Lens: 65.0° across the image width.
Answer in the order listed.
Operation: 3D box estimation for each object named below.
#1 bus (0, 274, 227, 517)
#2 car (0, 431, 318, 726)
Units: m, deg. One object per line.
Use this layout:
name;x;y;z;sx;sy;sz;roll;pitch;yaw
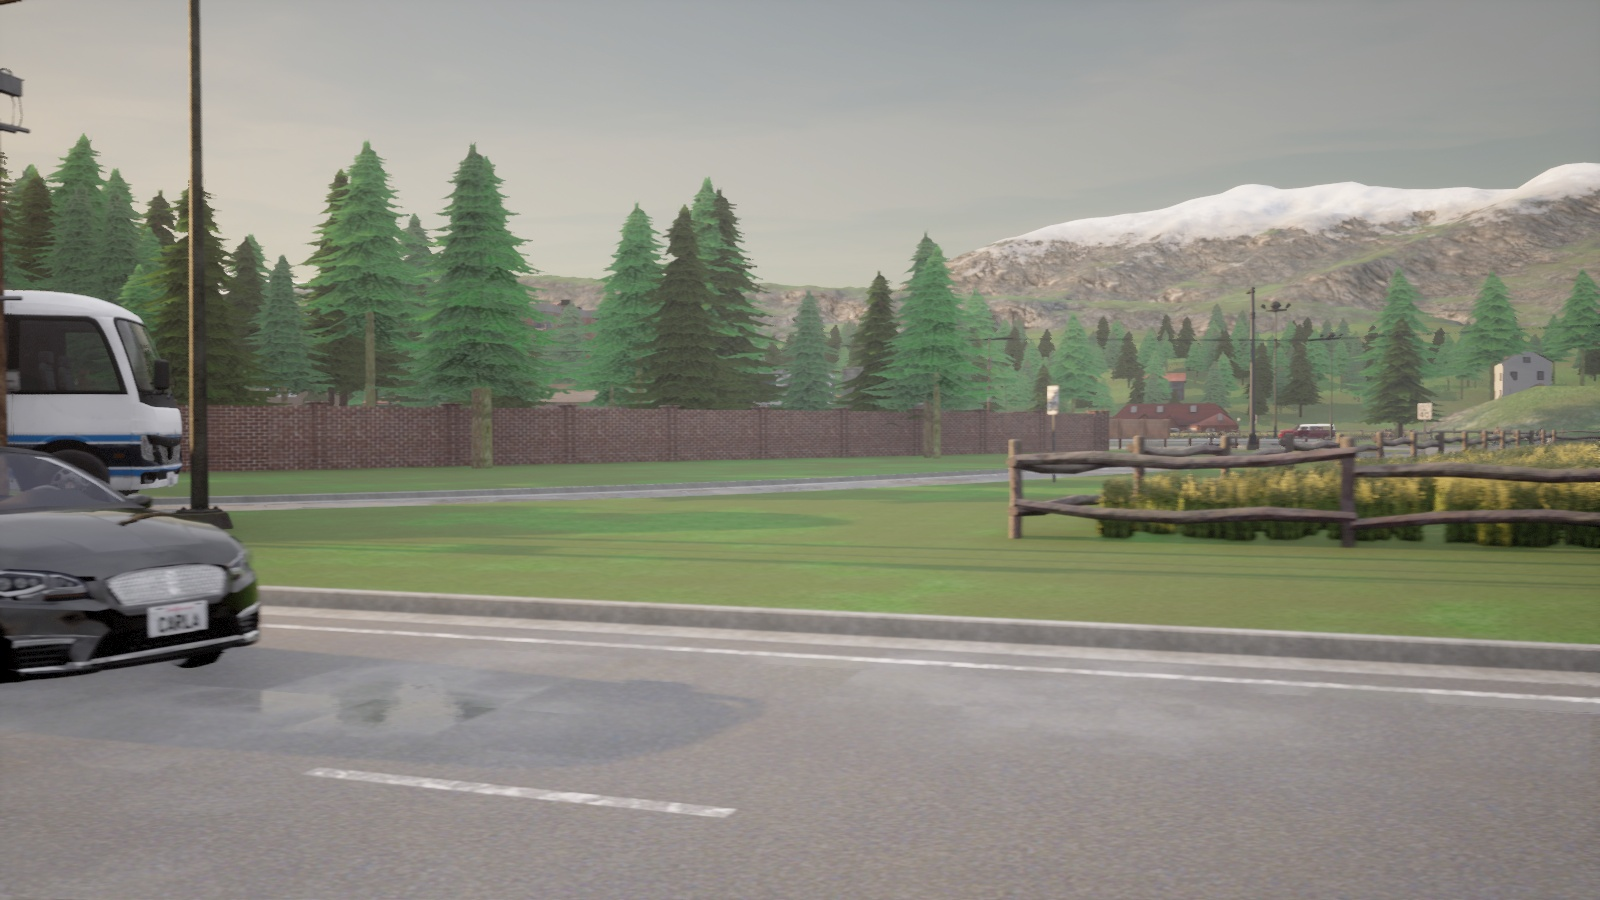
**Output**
bus;-16.515;-0.986;23.278;10.273;4.253;3.944;0;1;-17
car;-5.808;0.626;8.435;4.902;1.511;2.128;1;1;29
